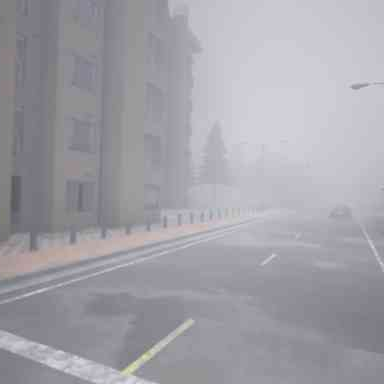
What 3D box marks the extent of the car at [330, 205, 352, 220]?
[{"bbox_3d":[15.170,2.007,33.886,1.994,1.385,4.181,2,0,25],"label":"car"}]
